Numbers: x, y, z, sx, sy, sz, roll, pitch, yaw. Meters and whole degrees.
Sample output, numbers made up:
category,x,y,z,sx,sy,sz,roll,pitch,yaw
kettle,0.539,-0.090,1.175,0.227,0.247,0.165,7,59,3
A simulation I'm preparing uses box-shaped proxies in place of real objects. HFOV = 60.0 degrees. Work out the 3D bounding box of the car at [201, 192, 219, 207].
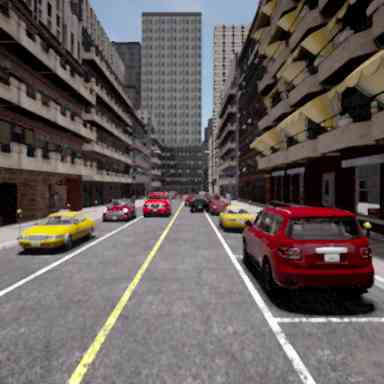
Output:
category,x,y,z,sx,sy,sz,roll,pitch,yaw
car,2.472,1.021,47.264,2.192,1.841,5.009,-1,0,0

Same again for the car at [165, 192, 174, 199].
category,x,y,z,sx,sy,sz,roll,pitch,yaw
car,-5.463,0.935,80.525,1.967,1.590,4.097,-1,0,0

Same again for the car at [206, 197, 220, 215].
category,x,y,z,sx,sy,sz,roll,pitch,yaw
car,2.504,1.393,30.619,1.802,1.307,4.206,-1,0,0

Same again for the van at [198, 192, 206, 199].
category,x,y,z,sx,sy,sz,roll,pitch,yaw
van,2.415,0.835,80.557,1.690,1.788,3.998,-1,0,0

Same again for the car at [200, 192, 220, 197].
category,x,y,z,sx,sy,sz,roll,pitch,yaw
car,2.482,1.056,41.715,2.192,1.841,5.009,-1,0,0

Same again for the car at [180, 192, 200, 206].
category,x,y,z,sx,sy,sz,roll,pitch,yaw
car,0.147,1.200,44.655,1.882,1.535,5.008,0,0,-11

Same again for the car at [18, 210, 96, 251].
category,x,y,z,sx,sy,sz,roll,pitch,yaw
car,-5.348,1.440,13.768,1.752,1.417,4.829,-1,0,0

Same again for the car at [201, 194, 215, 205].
category,x,y,z,sx,sy,sz,roll,pitch,yaw
car,2.464,1.111,52.813,1.967,1.590,4.097,-1,0,0

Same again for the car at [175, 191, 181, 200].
category,x,y,z,sx,sy,sz,roll,pitch,yaw
car,-2.871,1.003,70.244,1.882,1.535,5.008,0,0,0

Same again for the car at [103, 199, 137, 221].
category,x,y,z,sx,sy,sz,roll,pitch,yaw
car,-5.369,1.286,25.035,1.967,1.590,4.097,-1,0,0

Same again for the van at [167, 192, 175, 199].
category,x,y,z,sx,sy,sz,roll,pitch,yaw
van,-5.474,0.800,86.073,1.690,1.788,3.998,-1,0,0

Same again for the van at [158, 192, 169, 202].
category,x,y,z,sx,sy,sz,roll,pitch,yaw
van,-5.436,0.942,63.878,1.690,1.788,3.998,-1,0,0

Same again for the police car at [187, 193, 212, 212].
category,x,y,z,sx,sy,sz,roll,pitch,yaw
police car,0.765,1.209,34.967,1.930,1.638,5.238,0,0,0

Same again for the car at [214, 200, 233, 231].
category,x,y,z,sx,sy,sz,roll,pitch,yaw
car,2.522,1.404,19.691,1.752,1.417,4.829,-1,0,0

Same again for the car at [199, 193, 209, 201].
category,x,y,z,sx,sy,sz,roll,pitch,yaw
car,2.436,1.006,69.460,1.967,1.590,4.097,-1,0,0

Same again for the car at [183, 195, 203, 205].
category,x,y,z,sx,sy,sz,roll,pitch,yaw
car,0.190,1.189,50.733,1.837,1.490,4.892,0,0,15

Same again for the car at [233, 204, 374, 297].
category,x,y,z,sx,sy,sz,roll,pitch,yaw
car,2.538,1.263,8.422,2.192,1.841,5.009,-1,0,0

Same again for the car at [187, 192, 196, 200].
category,x,y,z,sx,sy,sz,roll,pitch,yaw
car,-0.120,0.855,69.998,1.882,1.535,5.008,0,0,0

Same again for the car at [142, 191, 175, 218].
category,x,y,z,sx,sy,sz,roll,pitch,yaw
car,-2.897,1.044,28.798,2.150,2.045,5.566,0,0,0

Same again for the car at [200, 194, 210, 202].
category,x,y,z,sx,sy,sz,roll,pitch,yaw
car,2.446,1.125,64.082,1.752,1.417,4.829,-1,0,0

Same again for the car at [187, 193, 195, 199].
category,x,y,z,sx,sy,sz,roll,pitch,yaw
car,-0.145,1.007,84.542,1.994,1.385,4.181,0,0,0
